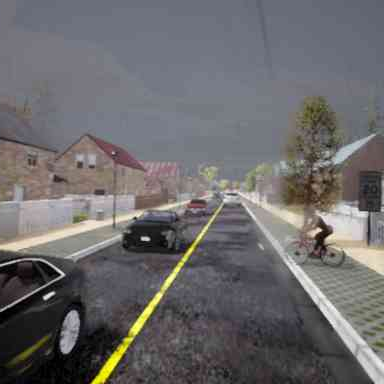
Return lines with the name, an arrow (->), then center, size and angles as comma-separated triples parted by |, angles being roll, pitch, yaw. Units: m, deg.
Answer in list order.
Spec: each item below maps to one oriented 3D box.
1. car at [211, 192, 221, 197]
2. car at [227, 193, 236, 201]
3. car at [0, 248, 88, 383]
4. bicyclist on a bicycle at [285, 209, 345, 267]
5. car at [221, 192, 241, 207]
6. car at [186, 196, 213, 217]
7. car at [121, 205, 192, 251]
car -> 4.686, 0.772, 62.685 | 1.837, 1.490, 4.892 | 1, 0, 7
car -> 8.422, 1.119, 70.747 | 1.882, 1.535, 5.008 | 1, 0, 7
car -> -2.640, 1.417, 3.074 | 1.837, 1.490, 4.892 | 1, 0, 7
bicyclist on a bicycle -> 3.496, 1.312, 9.437 | 1.656, 1.620, 0.582 | 2, 0, 7
car -> 5.588, 0.991, 46.372 | 2.150, 2.045, 5.566 | 1, 0, 8
car -> 0.525, 1.316, 29.019 | 1.812, 1.442, 4.674 | 1, 1, 7
car -> -1.381, 1.428, 13.477 | 1.994, 1.385, 4.181 | 1, 0, 7
